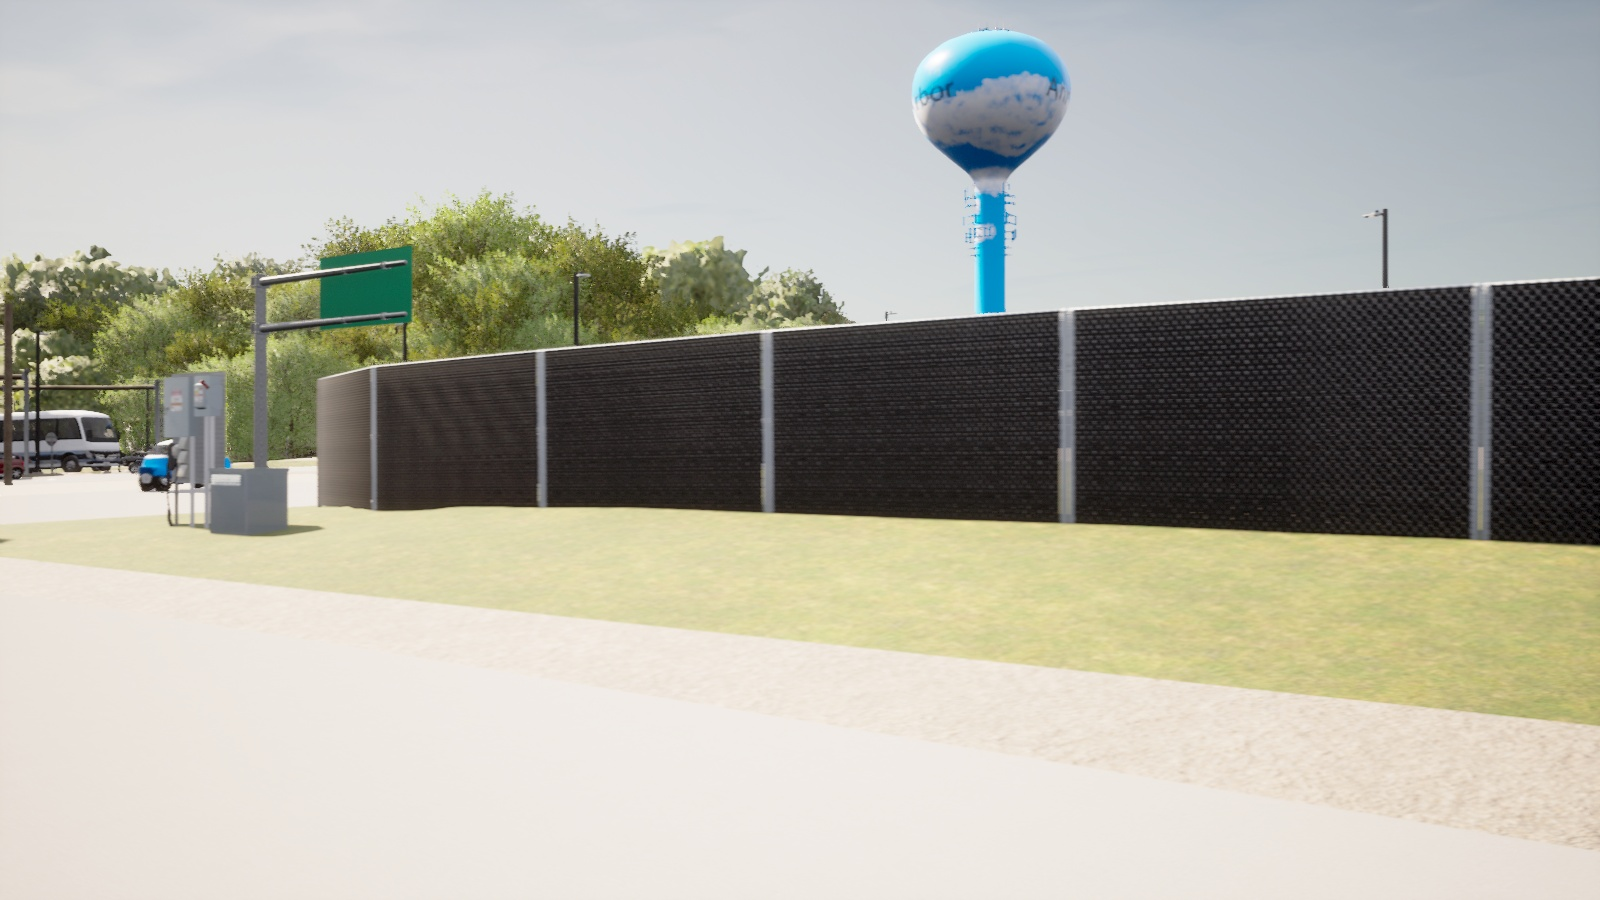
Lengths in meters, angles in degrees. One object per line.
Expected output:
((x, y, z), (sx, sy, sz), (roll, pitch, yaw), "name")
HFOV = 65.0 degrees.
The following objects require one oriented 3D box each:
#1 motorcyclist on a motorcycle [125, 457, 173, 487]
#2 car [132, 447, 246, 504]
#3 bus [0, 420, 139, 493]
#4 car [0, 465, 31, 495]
((-38.663, 1.301, 74.592), (0.766, 1.649, 2.350), (-1, 2, 35), "motorcyclist on a motorcycle")
((-16.107, 0.660, 33.161), (1.481, 1.376, 2.207), (-1, 1, 34), "car")
((-49.482, 0.493, 82.442), (10.273, 4.253, 3.944), (-3, 0, 9), "bus")
((-43.602, 1.662, 67.165), (1.789, 1.549, 3.705), (-1, 1, 33), "car")
